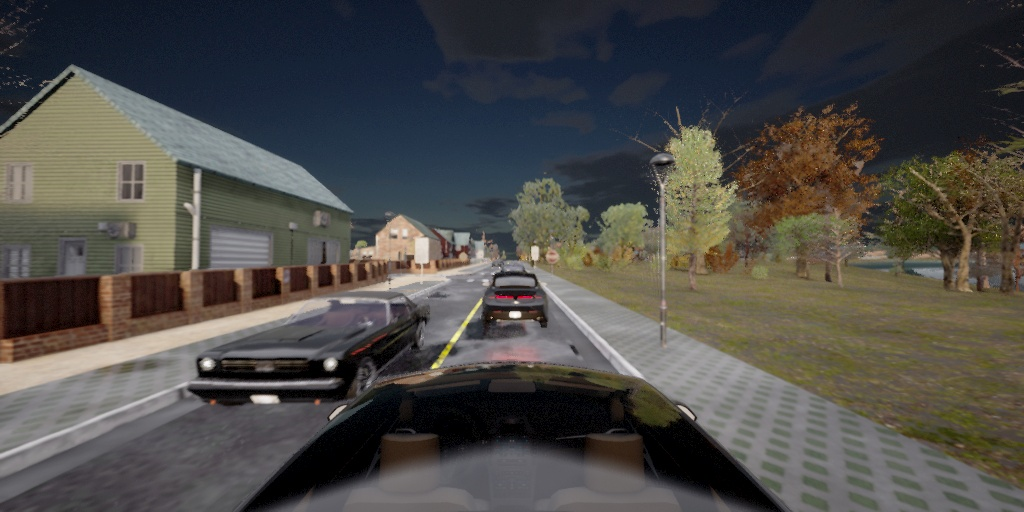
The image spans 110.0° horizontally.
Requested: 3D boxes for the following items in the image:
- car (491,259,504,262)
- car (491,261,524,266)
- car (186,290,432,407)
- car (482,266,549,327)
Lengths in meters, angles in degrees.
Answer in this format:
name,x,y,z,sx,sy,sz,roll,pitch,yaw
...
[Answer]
name,x,y,z,sx,sy,sz,roll,pitch,yaw
car,-2.697,1.272,64.841,1.837,1.490,4.892,0,0,1
car,0.076,1.222,21.042,2.128,1.511,4.902,0,0,0
car,-2.845,1.344,6.339,1.895,1.301,4.718,0,0,0
car,0.090,1.241,11.455,1.837,1.490,4.892,0,0,0
